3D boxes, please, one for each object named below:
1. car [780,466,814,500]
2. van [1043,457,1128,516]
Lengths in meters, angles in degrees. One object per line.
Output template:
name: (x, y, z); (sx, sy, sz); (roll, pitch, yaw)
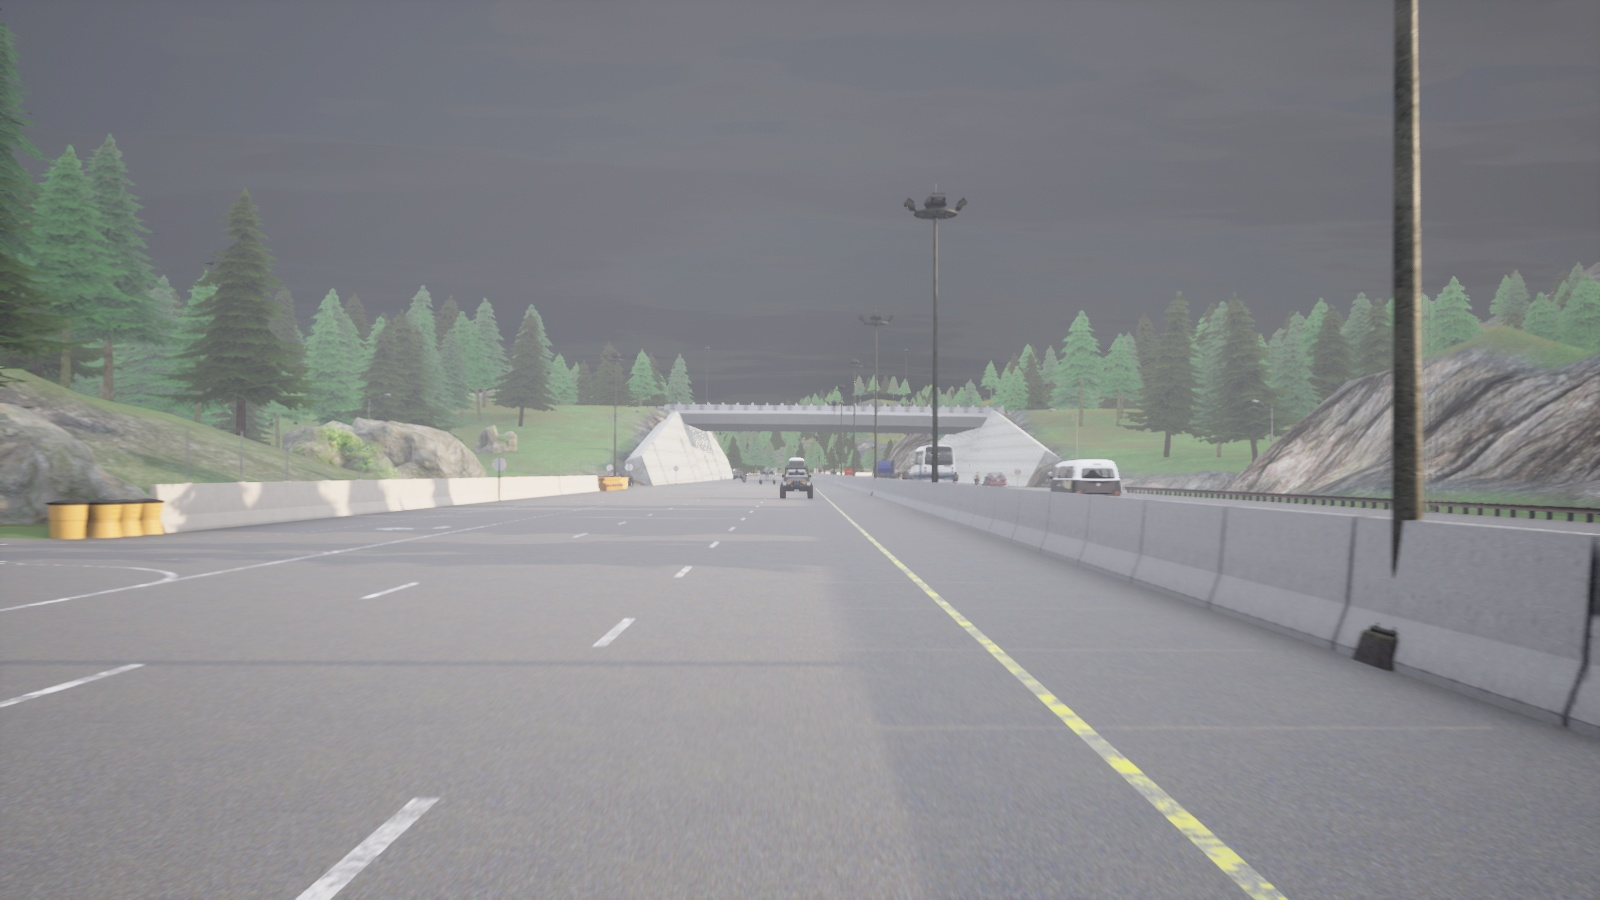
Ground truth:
car: (-0.178, 1.867, 72.362); (1.905, 1.878, 3.866); (0, -1, 0)
van: (10.386, 1.297, 46.008); (2.069, 2.038, 4.480); (0, -1, 0)
